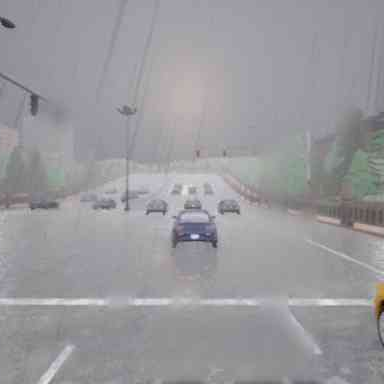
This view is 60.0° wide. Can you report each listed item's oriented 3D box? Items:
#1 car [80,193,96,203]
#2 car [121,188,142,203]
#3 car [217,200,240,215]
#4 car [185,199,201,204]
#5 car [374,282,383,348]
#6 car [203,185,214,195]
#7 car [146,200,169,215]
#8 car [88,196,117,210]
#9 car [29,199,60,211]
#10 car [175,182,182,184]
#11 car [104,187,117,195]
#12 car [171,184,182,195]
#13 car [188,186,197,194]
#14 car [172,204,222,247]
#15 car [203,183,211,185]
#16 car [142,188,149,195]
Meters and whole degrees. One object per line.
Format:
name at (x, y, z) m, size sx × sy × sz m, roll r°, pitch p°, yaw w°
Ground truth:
car at (-17.526, 1.048, 56.596) m, size 1.837 × 1.490 × 4.892 m, roll 0°, pitch 3°, yaw 1°
car at (-10.527, 0.763, 56.593) m, size 2.150 × 2.045 × 5.566 m, roll 0°, pitch 3°, yaw 1°
car at (3.605, 1.469, 33.141) m, size 2.033 × 1.411 × 5.357 m, roll 0°, pitch 0°, yaw 0°
car at (0.106, 1.467, 38.980) m, size 1.994 × 1.385 × 4.181 m, roll 0°, pitch 0°, yaw 0°
car at (3.582, 1.470, 2.861) m, size 1.882 × 1.535 × 5.008 m, roll 0°, pitch 0°, yaw 0°
car at (3.598, -0.123, 71.119) m, size 1.895 × 1.301 × 4.718 m, roll 0°, pitch 7°, yaw 0°
car at (-3.394, 1.469, 33.143) m, size 2.033 × 1.411 × 5.357 m, roll 0°, pitch 0°, yaw 0°
car at (-10.583, 1.445, 40.700) m, size 2.033 × 1.411 × 5.357 m, roll 0°, pitch 0°, yaw 0°
car at (-17.591, 1.505, 39.787) m, size 1.895 × 1.301 × 4.718 m, roll 0°, pitch 0°, yaw 0°
car at (-3.345, -1.598, 81.126) m, size 1.882 × 1.535 × 5.008 m, roll 0°, pitch 7°, yaw 0°
car at (-17.399, -0.255, 71.756) m, size 1.812 × 1.442 × 4.674 m, roll 0°, pitch 6°, yaw 0°
car at (-3.402, -0.214, 71.117) m, size 1.837 × 1.490 × 4.892 m, roll 0°, pitch 7°, yaw 0°
car at (0.114, -0.519, 73.991) m, size 2.033 × 1.411 × 5.357 m, roll 0°, pitch 7°, yaw 0°
car at (0.097, 1.491, 14.754) m, size 1.812 × 1.442 × 4.674 m, roll 0°, pitch 0°, yaw 0°
car at (3.655, -1.537, 81.094) m, size 2.033 × 1.411 × 5.357 m, roll 0°, pitch 7°, yaw 0°
car at (-10.402, -0.169, 71.246) m, size 1.994 × 1.385 × 4.181 m, roll 0°, pitch 6°, yaw 0°
